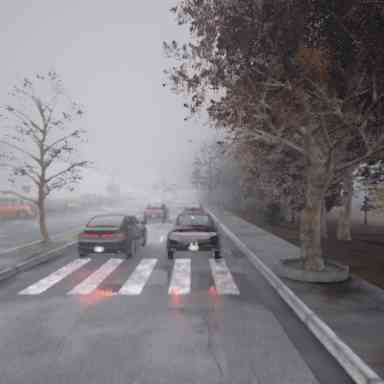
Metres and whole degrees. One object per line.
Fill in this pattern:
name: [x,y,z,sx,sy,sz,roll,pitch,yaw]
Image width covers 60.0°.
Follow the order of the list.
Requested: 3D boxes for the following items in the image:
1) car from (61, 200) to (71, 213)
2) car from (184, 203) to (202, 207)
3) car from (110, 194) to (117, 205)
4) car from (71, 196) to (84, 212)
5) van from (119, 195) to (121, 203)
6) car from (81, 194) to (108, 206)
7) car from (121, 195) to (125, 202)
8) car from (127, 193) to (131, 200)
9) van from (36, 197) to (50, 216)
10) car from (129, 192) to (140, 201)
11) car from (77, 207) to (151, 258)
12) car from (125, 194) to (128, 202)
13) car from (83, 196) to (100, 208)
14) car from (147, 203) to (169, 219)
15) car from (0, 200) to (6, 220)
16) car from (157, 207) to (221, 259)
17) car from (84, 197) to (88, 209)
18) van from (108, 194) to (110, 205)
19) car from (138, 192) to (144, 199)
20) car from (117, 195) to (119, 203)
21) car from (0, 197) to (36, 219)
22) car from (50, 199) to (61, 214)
car: [-16.892,1.754,38.660,4.792,1.488,2.163,-1,0,-20]
car: [0.076,1.684,28.034,1.837,1.490,4.892,0,0,0]
car: [-16.828,1.402,59.580,5.566,2.045,2.435,-1,0,-20]
car: [-16.691,1.719,41.729,5.366,1.575,1.946,-1,0,-20]
van: [-16.956,1.392,65.488,4.442,1.987,1.878,-1,1,-20]
car: [-16.884,1.440,53.584,5.566,2.045,2.435,-1,1,-20]
car: [-16.815,1.471,68.523,4.553,1.767,2.185,-1,1,-20]
car: [-16.812,1.587,74.515,4.792,1.488,2.163,-1,0,-20]
van: [-16.765,1.476,32.756,4.442,1.987,1.878,-1,-1,-20]
car: [-16.803,1.510,86.521,4.792,1.488,2.163,-1,0,-20]
car: [-2.927,1.568,12.949,1.837,1.490,4.892,0,0,0]
car: [-16.835,1.618,71.497,4.674,1.452,2.002,-1,1,-20]
car: [-16.853,1.744,50.614,4.674,1.452,2.002,-1,1,-20]
car: [-2.923,1.670,27.958,2.128,1.511,4.902,0,0,0]
car: [-16.704,1.635,23.818,5.366,1.575,1.946,-1,-1,-20]
car: [0.074,1.554,12.897,2.128,1.511,4.902,0,0,0]
car: [-16.834,1.752,44.657,4.792,1.488,2.163,-1,0,-20]
van: [-16.747,1.446,56.627,4.442,1.987,1.878,-1,0,-20]
car: [-16.995,1.440,92.444,5.366,1.575,1.946,-1,1,-20]
car: [-16.841,1.636,62.550,4.892,1.521,2.231,-1,1,-20]
car: [-16.845,1.559,29.729,4.553,1.767,2.185,-1,0,-20]
car: [-16.863,1.753,35.688,4.674,1.452,2.002,-1,0,-20]
